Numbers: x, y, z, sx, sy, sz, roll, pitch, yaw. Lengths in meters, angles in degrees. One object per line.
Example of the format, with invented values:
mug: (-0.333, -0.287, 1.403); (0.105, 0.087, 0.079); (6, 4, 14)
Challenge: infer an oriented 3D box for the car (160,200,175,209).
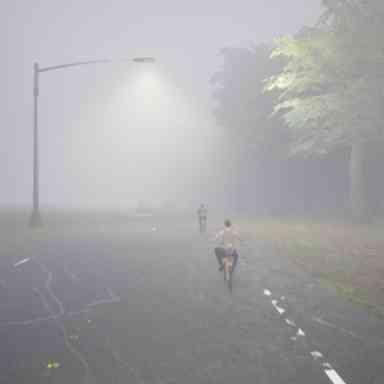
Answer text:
car: (-3.963, 2.116, 56.160); (1.837, 1.490, 4.892); (0, -1, -8)

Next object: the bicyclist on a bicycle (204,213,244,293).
bicyclist on a bicycle: (0.825, 1.414, 7.819); (0.866, 1.612, 1.509); (0, 0, -1)

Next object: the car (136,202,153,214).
car: (-5.691, 1.859, 39.857); (2.033, 1.411, 5.357); (0, -1, -6)

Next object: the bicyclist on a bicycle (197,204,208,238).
bicyclist on a bicycle: (0.543, 1.443, 16.826); (0.582, 1.620, 1.656); (0, -1, -2)

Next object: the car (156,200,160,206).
car: (-6.815, 2.455, 73.329); (2.033, 1.411, 5.357); (0, -1, -11)
